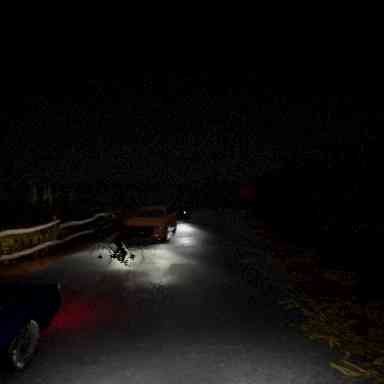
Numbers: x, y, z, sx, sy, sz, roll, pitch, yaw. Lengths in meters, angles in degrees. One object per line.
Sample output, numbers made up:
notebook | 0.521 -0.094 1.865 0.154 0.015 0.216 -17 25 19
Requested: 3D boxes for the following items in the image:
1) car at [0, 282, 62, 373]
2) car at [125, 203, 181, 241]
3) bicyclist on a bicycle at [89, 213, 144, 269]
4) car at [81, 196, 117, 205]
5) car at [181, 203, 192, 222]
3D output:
car | -3.094 1.601 2.942 1.895 1.301 4.718 0 0 4
car | -1.954 1.478 16.855 1.882 1.535 5.008 0 0 5
bicyclist on a bicycle | -2.230 1.453 9.796 1.656 1.620 0.582 -1 0 5
car | -12.331 1.352 43.956 4.553 1.767 2.097 0 0 7
car | -1.069 1.601 26.727 1.895 1.301 4.718 0 0 5
